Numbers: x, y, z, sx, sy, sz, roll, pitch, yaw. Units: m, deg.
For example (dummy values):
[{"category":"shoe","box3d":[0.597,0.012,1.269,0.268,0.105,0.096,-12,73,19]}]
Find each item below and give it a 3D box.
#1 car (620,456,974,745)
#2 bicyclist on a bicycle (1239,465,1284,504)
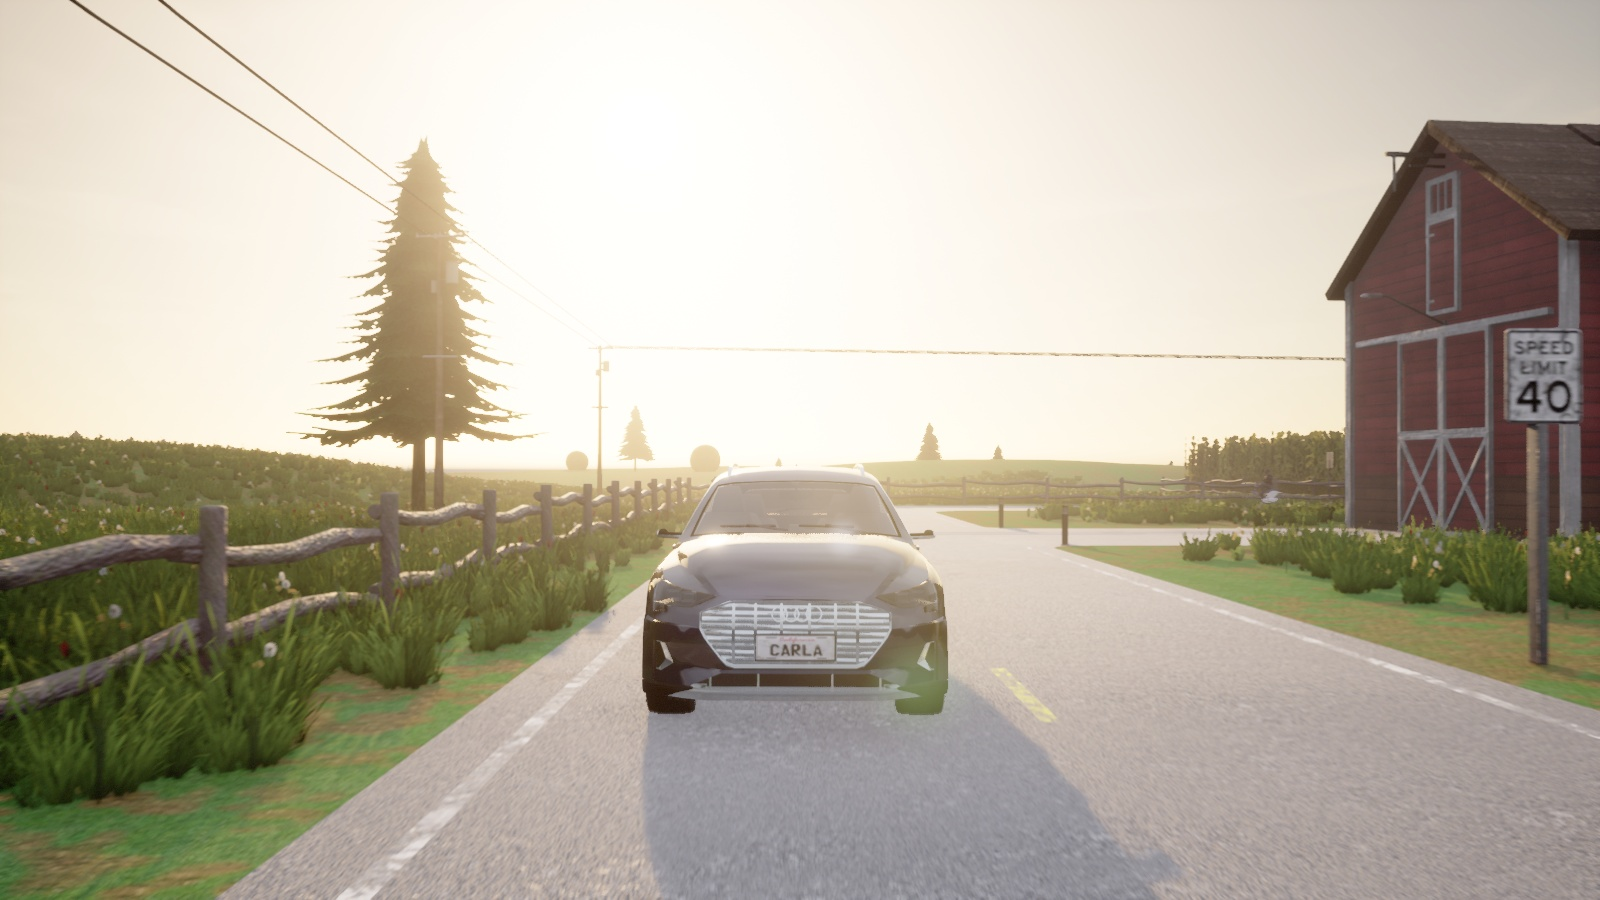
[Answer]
[{"category":"car","box3d":[-0.024,0.907,9.665,2.033,1.649,4.856,0,-1,0]},{"category":"bicyclist on a bicycle","box3d":[21.029,1.559,57.226,1.843,1.776,0.659,0,-1,-6]}]
